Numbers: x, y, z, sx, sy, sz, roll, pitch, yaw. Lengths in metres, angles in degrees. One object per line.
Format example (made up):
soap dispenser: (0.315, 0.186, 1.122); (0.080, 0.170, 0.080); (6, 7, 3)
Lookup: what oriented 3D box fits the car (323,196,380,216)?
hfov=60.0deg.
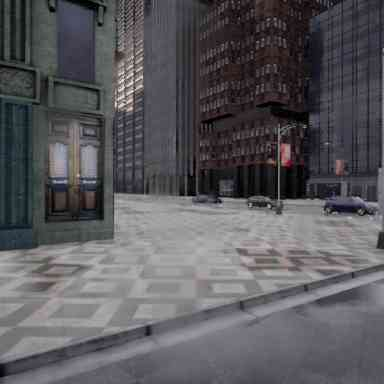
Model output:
car: (14.272, 1.135, 29.792); (2.097, 1.767, 4.553); (0, 1, -35)

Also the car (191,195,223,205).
car: (2.050, 1.060, 47.155); (2.033, 1.411, 5.357); (0, 1, -35)

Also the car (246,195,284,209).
car: (8.357, 1.156, 38.196); (1.837, 1.490, 4.892); (0, 1, -35)
